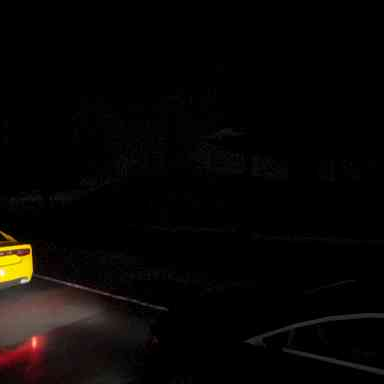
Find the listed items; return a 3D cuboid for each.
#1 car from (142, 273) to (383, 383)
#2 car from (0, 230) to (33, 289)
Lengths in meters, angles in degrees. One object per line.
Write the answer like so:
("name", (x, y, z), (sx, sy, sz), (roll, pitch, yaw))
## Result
("car", (1.732, 1.492, 2.772), (4.902, 1.511, 2.128), (0, 0, 35))
("car", (-5.867, 1.468, 8.023), (5.008, 1.535, 1.882), (0, 0, 35))
